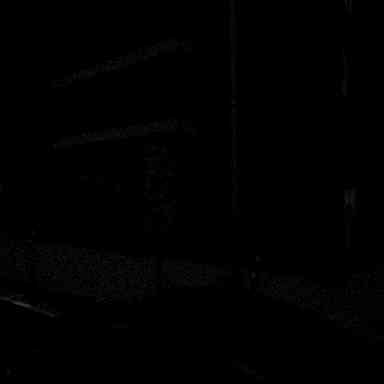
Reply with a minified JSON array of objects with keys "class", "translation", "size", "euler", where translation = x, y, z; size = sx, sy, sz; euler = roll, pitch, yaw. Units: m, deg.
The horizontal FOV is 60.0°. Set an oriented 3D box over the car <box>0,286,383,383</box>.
[{"class":"car","translation":[-0.208,1.578,2.958],"size":[4.313,1.339,1.947],"euler":[0,0,35]}]
